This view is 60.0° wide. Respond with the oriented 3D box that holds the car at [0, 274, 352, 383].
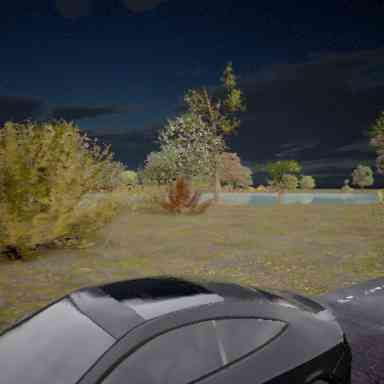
[{"bbox_3d":[-0.550,1.525,2.669,4.674,1.442,1.812,0,0,-35],"label":"car"}]
